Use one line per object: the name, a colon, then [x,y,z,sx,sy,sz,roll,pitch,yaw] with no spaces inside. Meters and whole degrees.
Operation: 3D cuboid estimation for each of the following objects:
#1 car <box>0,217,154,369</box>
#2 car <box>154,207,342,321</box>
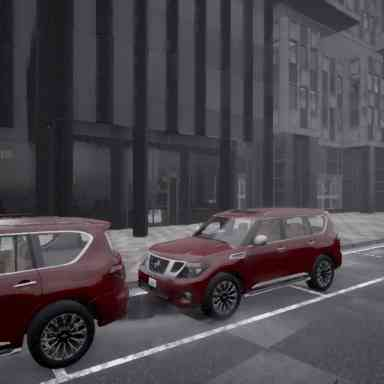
car: [-3.263,1.315,4.206,5.009,1.841,2.192,0,0,-35]
car: [1.335,1.314,7.473,5.009,1.841,2.192,0,0,-35]
